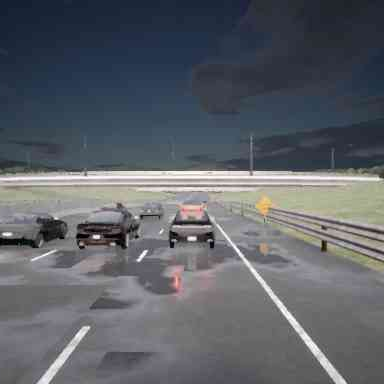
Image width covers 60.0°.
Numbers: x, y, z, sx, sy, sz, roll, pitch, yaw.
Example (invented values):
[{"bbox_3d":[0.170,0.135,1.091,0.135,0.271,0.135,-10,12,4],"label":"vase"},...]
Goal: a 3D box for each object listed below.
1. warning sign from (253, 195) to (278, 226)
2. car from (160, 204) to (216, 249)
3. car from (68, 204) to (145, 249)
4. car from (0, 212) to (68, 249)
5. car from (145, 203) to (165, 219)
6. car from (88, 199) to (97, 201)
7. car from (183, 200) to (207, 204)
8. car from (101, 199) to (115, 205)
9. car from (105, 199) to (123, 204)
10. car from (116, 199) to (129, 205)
[{"bbox_3d":[4.550,1.142,20.564,1.300,1.860,1.060,0,0,0],"label":"warning sign"},{"bbox_3d":[0.000,1.505,14.651,2.128,1.511,4.902,0,0,0],"label":"car"},{"bbox_3d":[-3.500,1.494,14.651,1.882,1.535,5.008,0,0,0],"label":"car"},{"bbox_3d":[-7.000,1.581,14.651,1.994,1.385,4.181,0,0,0],"label":"car"},{"bbox_3d":[-3.500,1.652,29.655,2.033,1.411,5.357,0,-1,0],"label":"car"},{"bbox_3d":[-23.077,2.329,77.466,2.033,1.411,5.357,0,-1,3],"label":"car"},{"bbox_3d":[0.000,1.455,29.627,2.097,1.767,4.553,0,-1,0],"label":"car"},{"bbox_3d":[-19.580,2.341,77.306,1.994,1.385,4.181,0,-1,3],"label":"car"},{"bbox_3d":[-7.000,1.622,29.655,1.812,1.442,4.674,0,-1,0],"label":"car"},{"bbox_3d":[-16.086,2.382,77.116,1.895,1.301,4.718,0,-1,3],"label":"car"}]
